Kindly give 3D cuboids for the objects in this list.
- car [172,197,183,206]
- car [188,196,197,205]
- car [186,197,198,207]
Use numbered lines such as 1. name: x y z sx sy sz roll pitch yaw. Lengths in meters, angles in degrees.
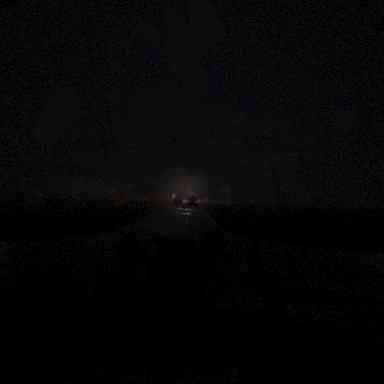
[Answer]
1. car: -2.677 1.693 61.630 1.882 1.535 5.008 0 0 0
2. car: 0.079 1.679 66.633 1.837 1.490 4.892 0 0 0
3. car: 0.067 1.768 56.599 1.812 1.442 4.674 0 0 0
